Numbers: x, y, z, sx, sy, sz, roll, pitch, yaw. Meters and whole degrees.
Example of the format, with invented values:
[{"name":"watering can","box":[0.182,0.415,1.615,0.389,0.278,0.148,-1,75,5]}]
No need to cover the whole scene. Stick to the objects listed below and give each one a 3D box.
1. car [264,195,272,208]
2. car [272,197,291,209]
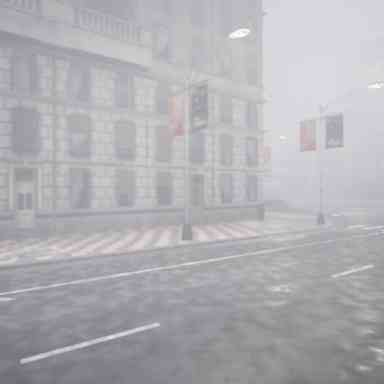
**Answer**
[{"name":"car","box":[6.783,1.073,41.419,2.150,2.045,5.566,0,0,-36]},{"name":"car","box":[10.321,1.323,42.504,2.128,1.511,4.902,0,0,-36]}]
